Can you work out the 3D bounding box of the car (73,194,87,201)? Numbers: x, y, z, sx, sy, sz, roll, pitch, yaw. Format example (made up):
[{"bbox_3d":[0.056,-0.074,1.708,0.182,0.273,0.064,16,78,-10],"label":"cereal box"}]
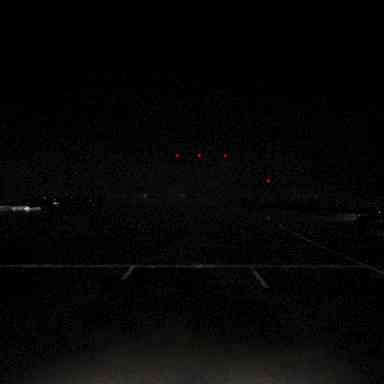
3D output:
[{"bbox_3d":[-24.700,1.199,73.534,1.837,1.490,4.892,0,0,-3],"label":"car"}]

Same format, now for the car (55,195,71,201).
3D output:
[{"bbox_3d":[-28.129,1.299,72.519,1.895,1.301,4.718,0,0,-3],"label":"car"}]

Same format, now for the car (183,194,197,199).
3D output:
[{"bbox_3d":[-0.168,1.201,94.674,1.895,1.301,4.718,0,0,-18],"label":"car"}]

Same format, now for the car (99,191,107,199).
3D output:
[{"bbox_3d":[-22.435,0.883,82.816,2.150,2.045,5.566,0,0,-10],"label":"car"}]

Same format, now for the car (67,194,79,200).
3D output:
[{"bbox_3d":[-29.594,1.197,82.819,2.033,1.411,5.357,0,0,-10],"label":"car"}]

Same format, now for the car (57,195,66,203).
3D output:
[{"bbox_3d":[-24.546,1.266,64.161,1.812,1.442,4.674,0,0,0],"label":"car"}]

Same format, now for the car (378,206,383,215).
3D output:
[{"bbox_3d":[17.649,1.260,26.079,4.553,1.767,2.097,0,0,6],"label":"car"}]

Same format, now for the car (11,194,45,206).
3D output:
[{"bbox_3d":[-24.620,1.280,50.002,1.882,1.535,5.008,0,0,0],"label":"car"}]

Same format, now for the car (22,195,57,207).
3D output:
[{"bbox_3d":[-21.124,1.420,46.297,1.895,1.301,4.718,0,0,0],"label":"car"}]

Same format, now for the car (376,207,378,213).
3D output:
[{"bbox_3d":[19.457,1.441,29.502,5.357,1.411,2.033,0,0,7],"label":"car"}]

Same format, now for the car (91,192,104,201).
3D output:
[{"bbox_3d":[-21.095,1.206,71.914,1.837,1.490,4.892,0,0,0],"label":"car"}]

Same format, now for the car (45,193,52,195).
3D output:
[{"bbox_3d":[-28.038,1.095,63.562,2.097,1.767,4.553,0,0,0],"label":"car"}]

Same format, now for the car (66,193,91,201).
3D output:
[{"bbox_3d":[-21.084,1.101,62.064,2.097,1.767,4.553,0,0,0],"label":"car"}]

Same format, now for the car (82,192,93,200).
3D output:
[{"bbox_3d":[-26.175,1.010,83.593,2.097,1.767,4.553,0,0,-10],"label":"car"}]

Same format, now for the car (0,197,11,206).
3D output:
[{"bbox_3d":[-28.116,1.402,50.348,1.895,1.301,4.718,0,0,0],"label":"car"}]
